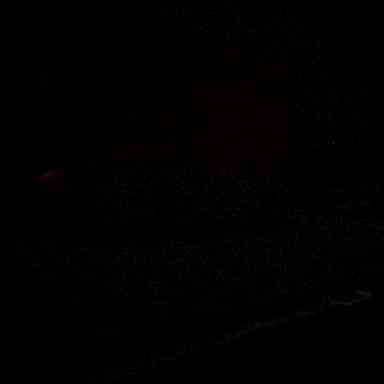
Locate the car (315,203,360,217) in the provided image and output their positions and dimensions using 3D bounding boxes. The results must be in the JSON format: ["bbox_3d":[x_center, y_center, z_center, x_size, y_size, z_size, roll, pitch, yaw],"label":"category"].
[{"bbox_3d":[15.761,1.888,36.555,1.752,1.417,4.829,1,0,-36],"label":"car"}]

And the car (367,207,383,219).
[{"bbox_3d":[19.190,1.921,31.816,1.887,1.381,4.507,1,0,-36],"label":"car"}]
